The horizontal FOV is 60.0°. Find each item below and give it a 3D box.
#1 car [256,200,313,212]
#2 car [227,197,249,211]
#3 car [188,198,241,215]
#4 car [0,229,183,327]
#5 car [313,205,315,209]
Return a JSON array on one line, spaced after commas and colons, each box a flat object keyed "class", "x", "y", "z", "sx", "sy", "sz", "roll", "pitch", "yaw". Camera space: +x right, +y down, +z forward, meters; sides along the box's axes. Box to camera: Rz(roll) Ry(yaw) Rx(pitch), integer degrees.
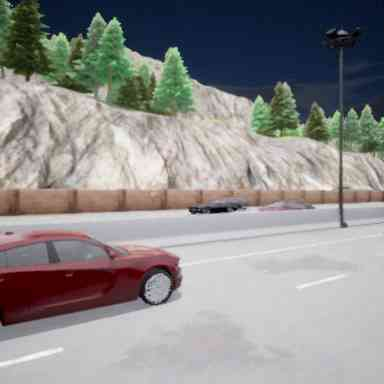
[{"class": "car", "x": 6.973, "y": 1.428, "z": 25.918, "sx": 4.674, "sy": 1.442, "sz": 1.812, "roll": 0, "pitch": 0, "yaw": -35}, {"class": "car", "x": 4.167, "y": 1.351, "z": 36.758, "sx": 4.902, "sy": 1.511, "sz": 2.128, "roll": 0, "pitch": 0, "yaw": -35}, {"class": "car", "x": 1.970, "y": 1.482, "z": 30.963, "sx": 4.718, "sy": 1.301, "sz": 1.895, "roll": 0, "pitch": 0, "yaw": -35}, {"class": "car", "x": -2.503, "y": 1.452, "z": 6.272, "sx": 5.008, "sy": 1.535, "sz": 1.882, "roll": 0, "pitch": 0, "yaw": -35}, {"class": "car", "x": 10.004, "y": 1.442, "z": 32.296, "sx": 4.181, "sy": 1.385, "sz": 1.994, "roll": 0, "pitch": 0, "yaw": -35}]
